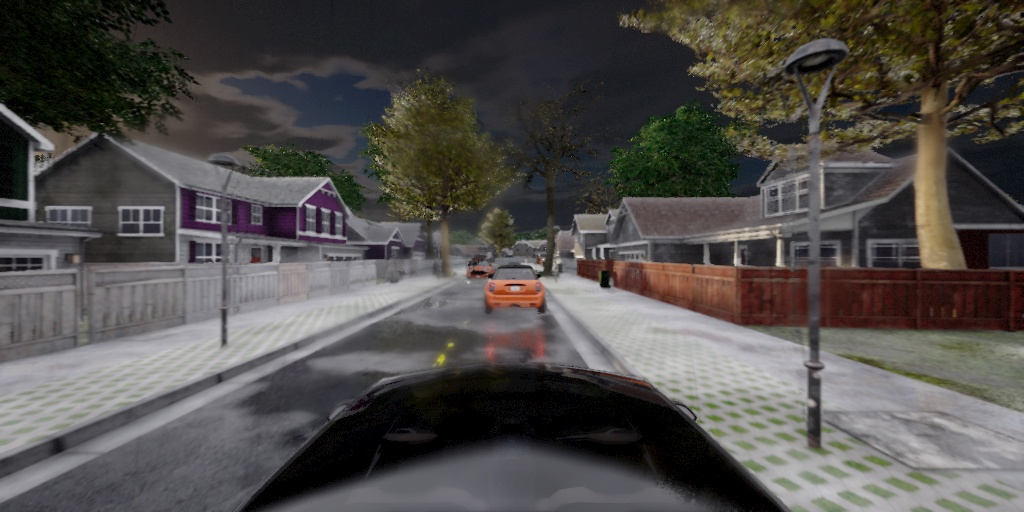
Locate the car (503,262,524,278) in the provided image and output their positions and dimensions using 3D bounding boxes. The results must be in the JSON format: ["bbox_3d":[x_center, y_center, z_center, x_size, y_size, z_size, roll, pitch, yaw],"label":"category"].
[{"bbox_3d":[0.156,1.334,36.360,2.033,1.411,5.357,0,0,0],"label":"car"}]

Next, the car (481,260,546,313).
[{"bbox_3d":[0.117,1.106,14.054,2.097,1.767,4.553,0,0,0],"label":"car"}]

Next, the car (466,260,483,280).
[{"bbox_3d":[-2.785,1.130,31.887,2.097,1.767,4.553,0,0,0],"label":"car"}]
